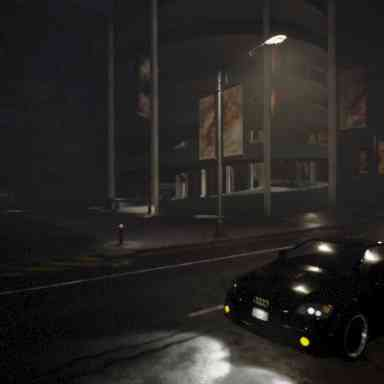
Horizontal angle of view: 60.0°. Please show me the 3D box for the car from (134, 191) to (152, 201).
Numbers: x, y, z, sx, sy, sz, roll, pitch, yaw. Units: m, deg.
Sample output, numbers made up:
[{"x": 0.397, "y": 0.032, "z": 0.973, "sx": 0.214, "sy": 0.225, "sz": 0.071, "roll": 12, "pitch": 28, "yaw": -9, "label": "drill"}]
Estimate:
[{"x": -9.430, "y": 0.819, "z": 65.068, "sx": 2.435, "sy": 2.045, "sz": 5.566, "roll": -1, "pitch": 0, "yaw": -36, "label": "car"}]

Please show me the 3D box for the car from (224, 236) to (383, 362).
[{"x": 2.575, "y": 1.525, "z": 5.858, "sx": 4.181, "sy": 1.385, "sz": 1.994, "roll": -1, "pitch": 0, "yaw": -36, "label": "car"}]

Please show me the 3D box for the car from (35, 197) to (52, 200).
[{"x": -23.937, "y": 1.389, "z": 53.565, "sx": 1.895, "sy": 1.301, "sz": 4.718, "roll": -1, "pitch": 0, "yaw": -36, "label": "car"}]

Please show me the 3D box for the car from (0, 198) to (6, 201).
[{"x": -23.105, "y": 1.298, "z": 39.632, "sx": 2.002, "sy": 1.452, "sz": 4.674, "roll": -1, "pitch": 0, "yaw": -36, "label": "car"}]
